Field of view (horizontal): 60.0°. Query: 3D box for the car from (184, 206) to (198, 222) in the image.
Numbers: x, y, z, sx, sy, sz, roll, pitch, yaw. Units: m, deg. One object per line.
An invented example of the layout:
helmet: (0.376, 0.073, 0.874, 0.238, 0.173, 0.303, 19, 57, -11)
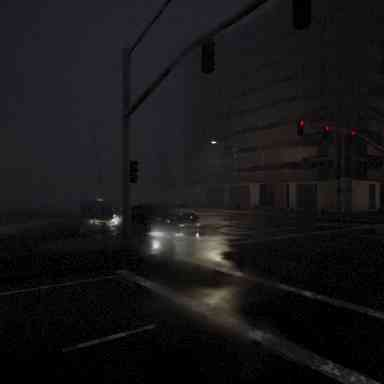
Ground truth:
car: (-1.395, 1.581, 26.404, 1.812, 1.442, 4.674, 0, 0, -36)

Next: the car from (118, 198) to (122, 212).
car: (-8.638, 1.547, 36.548, 2.128, 1.511, 4.902, 0, 0, -35)

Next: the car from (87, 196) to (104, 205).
car: (-18.061, 1.581, 62.202, 1.812, 1.442, 4.674, 0, 0, -34)

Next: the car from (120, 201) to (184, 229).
car: (-2.849, 1.560, 22.379, 1.837, 1.490, 4.892, 0, 0, -35)

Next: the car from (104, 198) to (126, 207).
car: (-12.782, 1.656, 54.780, 1.895, 1.301, 4.718, 0, 0, -36)

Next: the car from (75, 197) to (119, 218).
car: (-8.869, 1.533, 30.834, 1.882, 1.535, 5.008, 0, 0, -35)

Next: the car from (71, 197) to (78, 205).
car: (-20.010, 1.547, 58.895, 2.128, 1.511, 4.902, 0, 0, -35)
